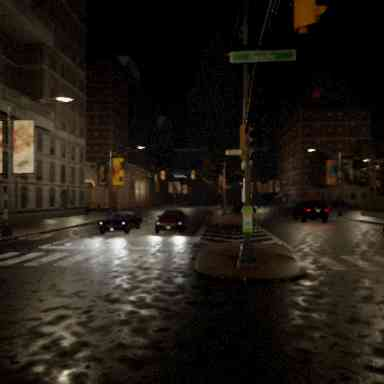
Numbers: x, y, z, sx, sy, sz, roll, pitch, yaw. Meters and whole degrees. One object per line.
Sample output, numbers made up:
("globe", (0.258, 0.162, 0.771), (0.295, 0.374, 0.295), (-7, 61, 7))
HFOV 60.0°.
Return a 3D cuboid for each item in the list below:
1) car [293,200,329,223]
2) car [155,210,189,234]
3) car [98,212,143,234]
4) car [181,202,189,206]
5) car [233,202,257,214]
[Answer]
("car", (11.180, 1.779, 31.589), (2.150, 2.045, 5.566), (0, -1, 5))
("car", (-1.268, 1.970, 22.889), (1.812, 1.442, 4.674), (0, -1, 5))
("car", (-4.783, 2.059, 22.863), (1.895, 1.301, 4.718), (0, -1, 5))
("car", (-2.087, 3.384, 93.775), (1.895, 1.301, 4.718), (0, -1, 5))
("car", (7.666, 2.247, 48.661), (2.097, 1.767, 4.553), (0, -1, -16))
